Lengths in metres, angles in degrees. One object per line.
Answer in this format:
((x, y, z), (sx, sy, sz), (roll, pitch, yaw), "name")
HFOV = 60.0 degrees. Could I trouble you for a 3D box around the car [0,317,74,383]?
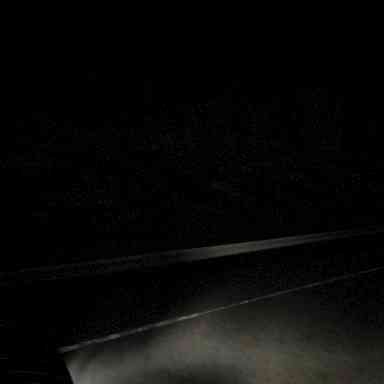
((-2.894, 1.354, 1.609), (4.553, 1.767, 2.097), (0, 0, -36), "car")
